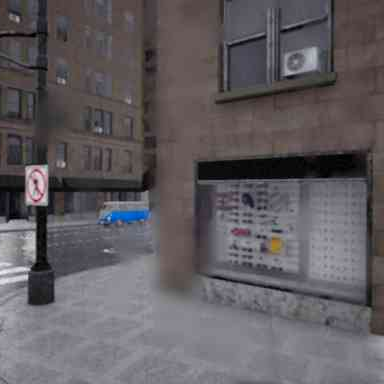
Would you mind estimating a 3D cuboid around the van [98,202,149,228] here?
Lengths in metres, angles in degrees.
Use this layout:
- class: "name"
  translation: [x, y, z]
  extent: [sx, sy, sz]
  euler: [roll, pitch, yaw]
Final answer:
- class: "van"
  translation: [-4.947, 1.612, 24.484]
  extent: [1.690, 1.788, 3.998]
  euler: [-1, -1, 35]
